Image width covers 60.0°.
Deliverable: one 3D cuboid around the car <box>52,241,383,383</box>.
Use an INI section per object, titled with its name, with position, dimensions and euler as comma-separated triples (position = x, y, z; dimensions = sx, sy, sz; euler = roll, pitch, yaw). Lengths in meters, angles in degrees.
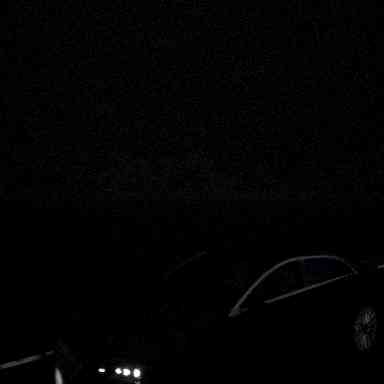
[car]
position = 0.759, 1.498, 4.534
dimensions = 4.902, 1.511, 2.128
euler = 0, 0, -36
